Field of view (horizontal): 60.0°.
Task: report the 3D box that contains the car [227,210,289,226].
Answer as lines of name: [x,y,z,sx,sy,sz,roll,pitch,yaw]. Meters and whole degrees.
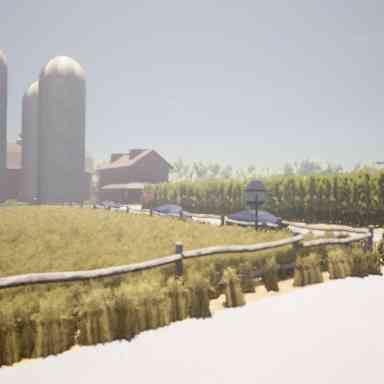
car: [4.066,1.813,21.039,1.994,1.385,4.181,1,-1,-36]

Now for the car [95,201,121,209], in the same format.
car: [-10.734,1.776,41.775,2.033,1.411,5.357,1,0,-36]

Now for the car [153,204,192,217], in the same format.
car: [-1.774,1.829,29.178,1.812,1.442,4.674,1,0,-36]
